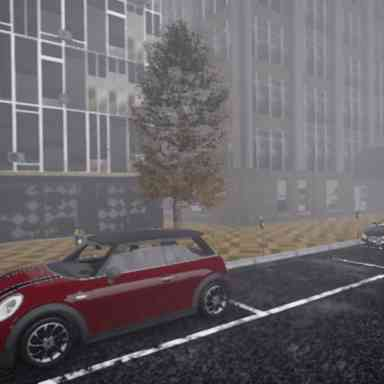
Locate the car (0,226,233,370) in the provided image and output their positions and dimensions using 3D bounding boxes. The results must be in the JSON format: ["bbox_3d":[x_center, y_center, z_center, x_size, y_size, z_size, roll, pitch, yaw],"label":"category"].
[{"bbox_3d":[-1.327,1.424,5.624,4.097,1.590,1.967,-1,0,-36],"label":"car"}]

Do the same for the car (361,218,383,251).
[{"bbox_3d":[7.926,1.445,12.227,4.403,1.369,2.008,-1,0,-36],"label":"car"}]
